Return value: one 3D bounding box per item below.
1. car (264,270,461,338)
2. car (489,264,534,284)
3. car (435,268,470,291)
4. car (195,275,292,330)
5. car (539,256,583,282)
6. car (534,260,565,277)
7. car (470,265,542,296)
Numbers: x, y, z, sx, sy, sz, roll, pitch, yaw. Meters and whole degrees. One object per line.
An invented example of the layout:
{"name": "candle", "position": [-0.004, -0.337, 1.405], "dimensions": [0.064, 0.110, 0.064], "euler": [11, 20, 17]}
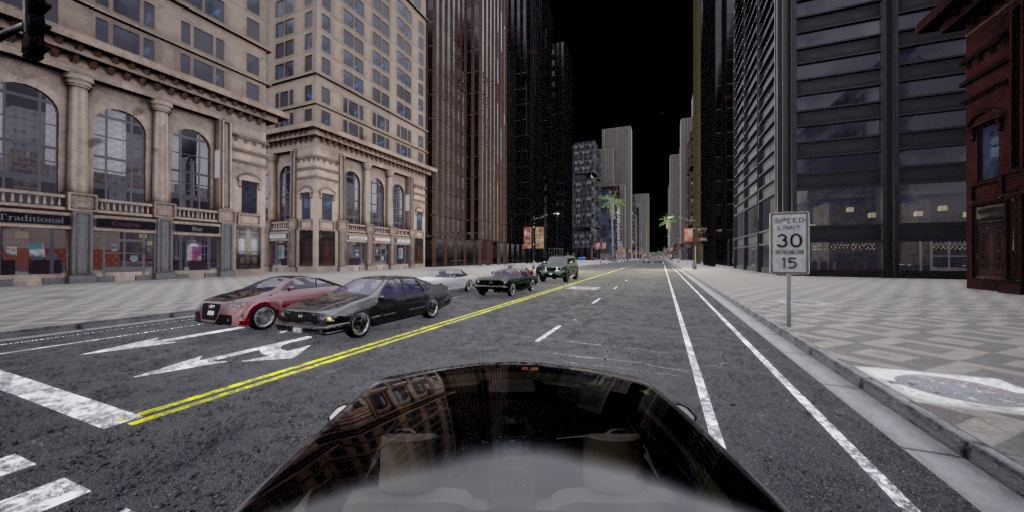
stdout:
{"name": "car", "position": [-3.874, 1.299, 10.631], "dimensions": [2.033, 1.411, 5.357], "euler": [0, 0, 23]}
{"name": "car", "position": [0.081, 1.364, 28.523], "dimensions": [1.895, 1.301, 4.718], "euler": [0, 0, 23]}
{"name": "car", "position": [-3.762, 1.357, 19.332], "dimensions": [1.895, 1.301, 4.718], "euler": [0, 0, 23]}
{"name": "car", "position": [-7.135, 1.316, 11.247], "dimensions": [1.994, 1.385, 4.181], "euler": [0, 0, 23]}
{"name": "car", "position": [3.951, 0.987, 29.347], "dimensions": [2.150, 2.045, 5.566], "euler": [0, 0, 22]}
{"name": "car", "position": [4.051, 1.251, 37.925], "dimensions": [1.882, 1.535, 5.008], "euler": [0, 0, 23]}
{"name": "car", "position": [-0.177, 1.358, 19.479], "dimensions": [1.895, 1.301, 4.718], "euler": [0, 0, 23]}
